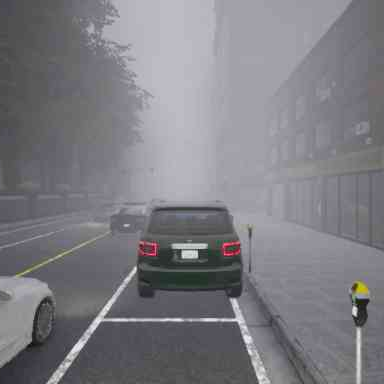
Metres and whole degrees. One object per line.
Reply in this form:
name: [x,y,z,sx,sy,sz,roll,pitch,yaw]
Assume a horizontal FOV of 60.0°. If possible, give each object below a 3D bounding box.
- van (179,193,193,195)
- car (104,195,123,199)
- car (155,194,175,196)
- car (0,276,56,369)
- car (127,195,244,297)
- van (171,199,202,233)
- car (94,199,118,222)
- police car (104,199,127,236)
van: [-0.290,1.317,36.980,1.690,1.788,3.998,0,0,0]
car: [-8.815,1.291,36.940,2.192,1.841,5.009,0,0,0]
car: [-3.053,1.333,32.250,2.097,1.767,4.553,0,0,0]
car: [-3.049,1.525,3.311,1.812,1.442,4.674,0,0,0]
car: [-0.039,1.218,8.679,2.150,2.045,5.566,0,0,0]
van: [-0.290,1.333,19.998,1.690,1.788,3.998,0,0,0]
car: [-6.243,1.513,26.095,1.812,1.442,4.674,0,0,0]
police car: [-3.147,1.418,18.599,1.930,1.638,5.238,0,0,0]
